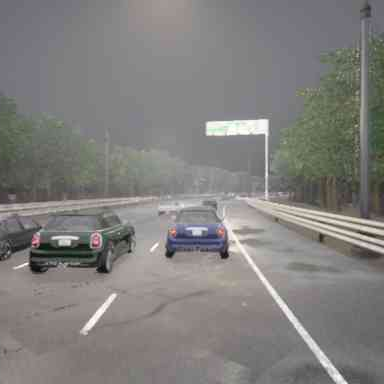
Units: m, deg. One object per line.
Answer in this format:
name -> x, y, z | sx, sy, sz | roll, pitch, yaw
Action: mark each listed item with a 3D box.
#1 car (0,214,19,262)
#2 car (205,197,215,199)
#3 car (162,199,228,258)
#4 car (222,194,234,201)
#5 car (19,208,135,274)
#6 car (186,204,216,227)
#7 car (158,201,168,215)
car -> -6.766, 1.515, 11.939 | 2.033, 1.411, 5.357 | 1, 0, 2
car -> 2.333, 1.473, 42.988 | 1.837, 1.490, 4.892 | 0, 0, 6
car -> 0.234, 1.343, 12.941 | 2.097, 1.767, 4.553 | 0, 0, 2
car -> 8.685, 1.438, 84.651 | 2.128, 1.511, 4.902 | 0, 0, 12
car -> -3.225, 1.335, 10.729 | 2.097, 1.767, 4.553 | 0, 0, 2
car -> 0.730, 1.585, 23.782 | 1.895, 1.301, 4.718 | 0, 0, 4
car -> -2.054, 1.569, 32.908 | 1.895, 1.301, 4.718 | 0, 0, 5
